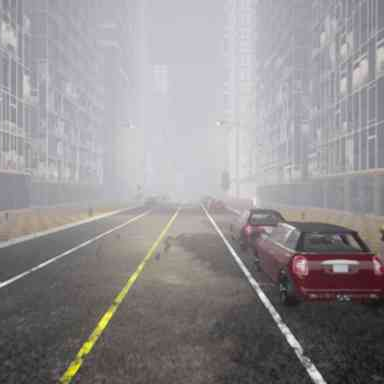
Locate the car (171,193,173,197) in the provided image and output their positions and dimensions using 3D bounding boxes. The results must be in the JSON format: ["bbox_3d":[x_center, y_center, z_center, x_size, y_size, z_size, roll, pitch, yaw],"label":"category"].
[{"bbox_3d":[-5.715,1.180,70.577,1.947,1.339,4.313,0,0,0],"label":"car"}]

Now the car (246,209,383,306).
[{"bbox_3d":[2.688,1.402,7.956,1.967,1.590,4.097,0,0,0],"label":"car"}]

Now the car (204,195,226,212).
[{"bbox_3d":[2.678,1.362,36.419,1.887,1.381,4.507,0,0,0],"label":"car"}]

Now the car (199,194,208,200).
[{"bbox_3d":[2.664,1.144,76.264,1.947,1.339,4.313,0,0,0],"label":"car"}]

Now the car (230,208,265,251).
[{"bbox_3d":[2.686,1.374,13.648,1.967,1.590,4.097,0,0,0],"label":"car"}]

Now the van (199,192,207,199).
[{"bbox_3d":[2.663,0.882,81.956,1.690,1.788,3.998,0,0,0],"label":"van"}]

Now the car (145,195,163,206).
[{"bbox_3d":[-5.706,1.297,47.806,1.887,1.381,4.507,0,0,0],"label":"car"}]

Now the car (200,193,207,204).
[{"bbox_3d":[2.672,1.285,53.495,1.947,1.339,4.313,0,0,0],"label":"car"}]

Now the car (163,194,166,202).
[{"bbox_3d":[-5.709,1.301,53.500,1.802,1.307,4.206,0,0,0],"label":"car"}]

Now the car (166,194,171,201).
[{"bbox_3d":[-5.713,1.194,64.885,1.887,1.381,4.507,0,0,0],"label":"car"}]

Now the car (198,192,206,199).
[{"bbox_3d":[2.660,0.943,87.648,1.967,1.590,4.097,0,0,0],"label":"car"}]

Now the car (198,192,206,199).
[{"bbox_3d":[2.668,1.216,64.880,1.947,1.339,4.313,0,0,0],"label":"car"}]
